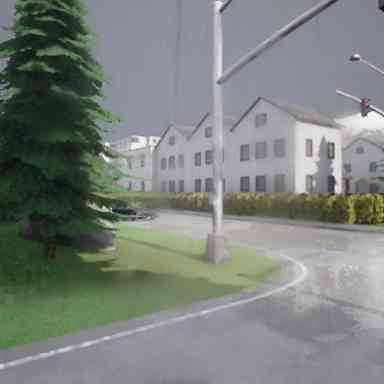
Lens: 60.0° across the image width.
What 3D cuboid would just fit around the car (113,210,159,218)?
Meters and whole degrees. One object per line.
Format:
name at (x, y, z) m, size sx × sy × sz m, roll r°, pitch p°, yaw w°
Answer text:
car at (-4.675, 1.503, 26.617) m, size 2.033 × 1.411 × 5.357 m, roll 0°, pitch 0°, yaw -35°
